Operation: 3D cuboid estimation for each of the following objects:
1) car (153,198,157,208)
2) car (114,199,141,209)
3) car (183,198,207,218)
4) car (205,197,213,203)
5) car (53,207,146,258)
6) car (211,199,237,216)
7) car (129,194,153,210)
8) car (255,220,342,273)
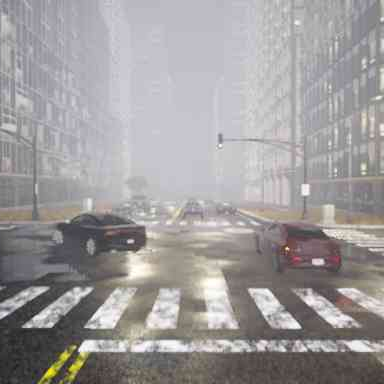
[{"bbox_3d":[-6.501,1.636,51.769,1.812,1.442,4.674,0,0,0],"label":"car"},{"bbox_3d":[-6.591,1.639,32.597,1.994,1.385,4.181,0,0,0],"label":"car"},{"bbox_3d":[0.104,1.620,31.465,2.033,1.411,5.357,0,0,0],"label":"car"},{"bbox_3d":[3.254,1.624,64.261,2.128,1.511,4.902,0,0,0],"label":"car"},{"bbox_3d":[-3.819,1.525,13.369,1.882,1.535,5.008,1,0,-43],"label":"car"},{"bbox_3d":[3.350,1.678,34.153,1.895,1.301,4.718,0,0,0],"label":"car"},{"bbox_3d":[-6.576,1.314,41.630,2.150,2.045,5.566,0,0,0],"label":"car"},{"bbox_3d":[3.352,1.660,11.132,1.812,1.442,4.674,0,1,0],"label":"car"}]
